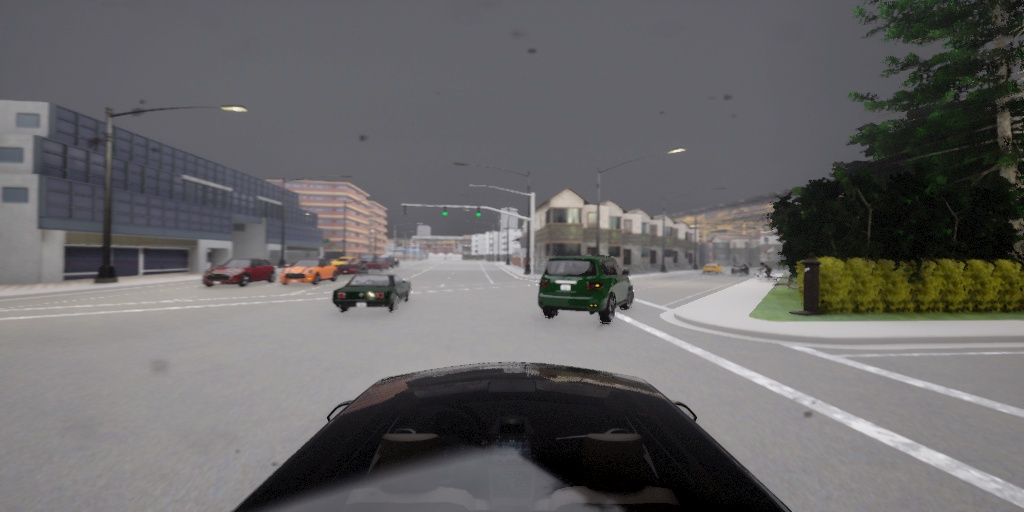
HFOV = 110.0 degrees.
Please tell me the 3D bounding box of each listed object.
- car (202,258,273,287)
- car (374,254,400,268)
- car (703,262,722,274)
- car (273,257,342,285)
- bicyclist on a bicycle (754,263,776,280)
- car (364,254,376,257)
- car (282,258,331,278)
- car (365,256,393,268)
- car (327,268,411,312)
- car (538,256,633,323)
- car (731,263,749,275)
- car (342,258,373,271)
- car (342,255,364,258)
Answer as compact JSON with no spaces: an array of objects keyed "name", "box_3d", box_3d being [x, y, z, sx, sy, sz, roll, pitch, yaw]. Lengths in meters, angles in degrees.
[{"name":"car","box_3d":[-16.901,0.914,22.470,2.097,1.767,4.553,1,0,-7]},{"name":"car","box_3d":[-16.180,0.830,47.505,2.033,1.411,5.357,1,1,-6]},{"name":"car","box_3d":[29.552,1.765,52.779,1.882,1.535,5.008,1,0,38]},{"name":"car","box_3d":[-13.569,0.954,24.169,2.097,1.767,4.553,1,0,-6]},{"name":"bicyclist on a bicycle","box_3d":[23.589,1.445,33.465,1.656,1.620,0.582,0,0,38]},{"name":"car","box_3d":[-19.976,0.510,50.135,2.097,1.767,4.553,1,1,-6]},{"name":"car","box_3d":[-17.943,1.006,31.630,1.882,1.535,5.008,1,1,-6]},{"name":"car","box_3d":[-15.507,1.027,41.417,1.895,1.301,4.718,1,1,-6]},{"name":"car","box_3d":[-5.150,1.313,13.895,1.895,1.301,4.718,1,0,-7]},{"name":"car","box_3d":[2.792,1.027,12.756,2.150,2.045,5.566,0,0,28]},{"name":"car","box_3d":[32.360,1.806,50.848,2.128,1.511,4.902,1,0,38]},{"name":"car","box_3d":[-14.554,1.128,32.722,1.994,1.385,4.181,1,1,-7]},{"name":"car","box_3d":[-18.975,0.859,41.035,1.882,1.535,5.008,1,1,-6]}]
